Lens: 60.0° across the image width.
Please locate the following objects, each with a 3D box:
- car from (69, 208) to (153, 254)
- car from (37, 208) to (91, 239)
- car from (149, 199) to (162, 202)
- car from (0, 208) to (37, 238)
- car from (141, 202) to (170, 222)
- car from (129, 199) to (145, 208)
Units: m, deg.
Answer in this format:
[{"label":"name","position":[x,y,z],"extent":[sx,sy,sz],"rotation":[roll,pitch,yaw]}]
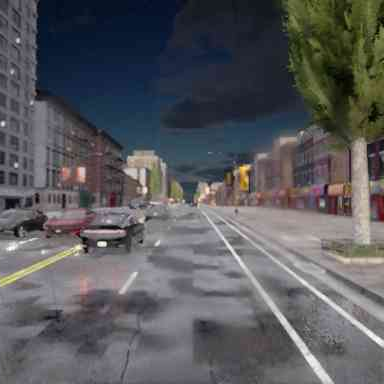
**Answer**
[{"label":"car","position":[-3.141,1.632,14.052],"extent":[2.128,1.511,4.902],"rotation":[0,-1,0]},{"label":"car","position":[-6.584,1.678,18.902],"extent":[1.882,1.535,5.008],"rotation":[0,-1,0]},{"label":"car","position":[-6.488,2.202,59.733],"extent":[2.150,2.045,5.566],"rotation":[0,-2,1]},{"label":"car","position":[-9.834,1.706,18.947],"extent":[1.837,1.490,4.892],"rotation":[0,-1,0]},{"label":"car","position":[-3.128,1.923,30.585],"extent":[1.994,1.385,4.181],"rotation":[0,-1,0]},{"label":"car","position":[-9.738,2.202,59.736],"extent":[2.150,2.045,5.566],"rotation":[0,-2,1]}]
